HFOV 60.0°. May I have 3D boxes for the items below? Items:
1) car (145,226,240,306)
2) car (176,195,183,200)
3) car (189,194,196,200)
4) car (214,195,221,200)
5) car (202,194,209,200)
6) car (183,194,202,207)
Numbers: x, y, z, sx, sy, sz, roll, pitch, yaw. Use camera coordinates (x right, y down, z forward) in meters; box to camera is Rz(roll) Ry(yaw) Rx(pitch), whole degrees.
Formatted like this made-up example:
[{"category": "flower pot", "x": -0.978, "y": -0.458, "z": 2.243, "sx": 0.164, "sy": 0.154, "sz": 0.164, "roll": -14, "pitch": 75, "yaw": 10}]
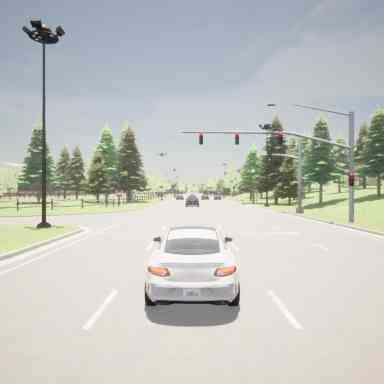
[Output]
[{"category": "car", "x": 0.017, "y": 1.526, "z": 7.884, "sx": 1.812, "sy": 1.442, "sz": 4.674, "roll": 0, "pitch": 0, "yaw": 0}, {"category": "car", "x": -3.375, "y": 1.552, "z": 93.205, "sx": 1.994, "sy": 1.385, "sz": 4.181, "roll": 0, "pitch": 0, "yaw": 0}, {"category": "car", "x": 0.125, "y": 1.355, "z": 93.204, "sx": 2.097, "sy": 1.767, "sz": 4.553, "roll": 0, "pitch": 0, "yaw": 0}, {"category": "car", "x": 7.125, "y": 1.525, "z": 93.224, "sx": 2.128, "sy": 1.511, "sz": 4.902, "roll": 0, "pitch": 0, "yaw": 0}, {"category": "car", "x": 3.625, "y": 1.355, "z": 93.199, "sx": 2.097, "sy": 1.767, "sz": 4.553, "roll": 0, "pitch": 0, "yaw": 0}, {"category": "car", "x": 0.070, "y": 1.352, "z": 51.757, "sx": 2.097, "sy": 1.767, "sz": 4.553, "roll": 0, "pitch": 0, "yaw": 0}]
